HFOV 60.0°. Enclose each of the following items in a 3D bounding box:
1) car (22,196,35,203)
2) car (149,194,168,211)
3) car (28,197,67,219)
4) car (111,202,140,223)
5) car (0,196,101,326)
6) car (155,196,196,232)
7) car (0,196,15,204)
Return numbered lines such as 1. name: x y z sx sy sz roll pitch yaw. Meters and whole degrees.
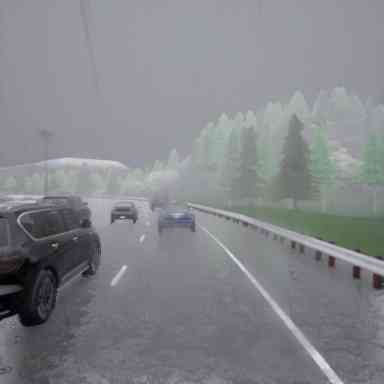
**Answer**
1. car: -34.168 1.604 69.495 1.994 1.385 4.181 0 0 -21
2. car: -3.972 1.229 40.606 2.150 2.045 5.566 0 0 -11
3. car: -12.772 1.372 29.775 2.097 1.767 4.553 0 0 -8
4. car: -5.122 1.513 25.579 1.837 1.490 4.892 0 0 -7
5. car: -3.604 1.227 7.173 2.150 2.045 5.566 0 0 -2
6. car: -1.010 1.354 20.221 2.097 1.767 4.553 0 0 -5
7. car: -36.294 1.595 65.216 2.033 1.411 5.357 0 0 -20
